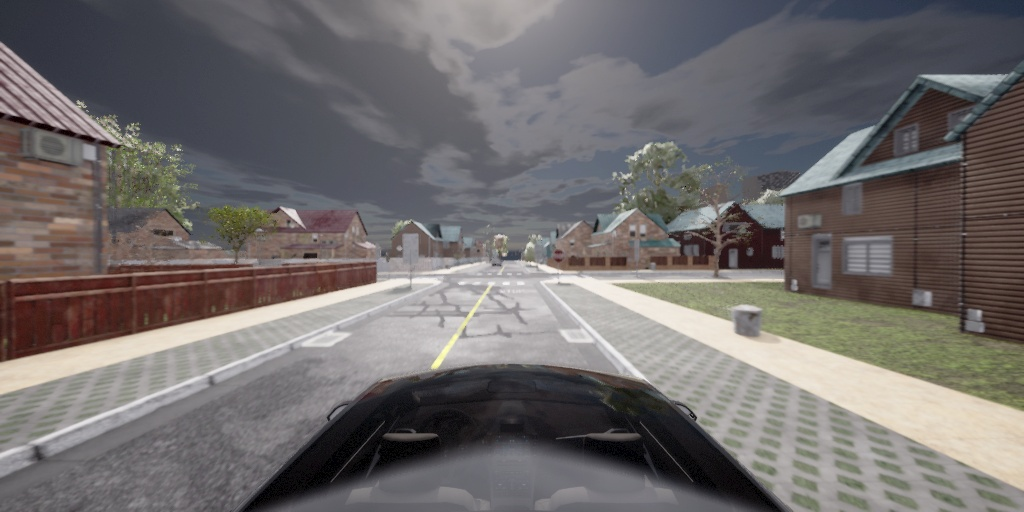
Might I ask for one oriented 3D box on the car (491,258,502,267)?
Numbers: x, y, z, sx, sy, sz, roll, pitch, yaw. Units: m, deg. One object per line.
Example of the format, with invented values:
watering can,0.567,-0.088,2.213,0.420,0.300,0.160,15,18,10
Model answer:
car,-2.747,1.169,64.348,1.837,1.490,4.892,0,3,0
